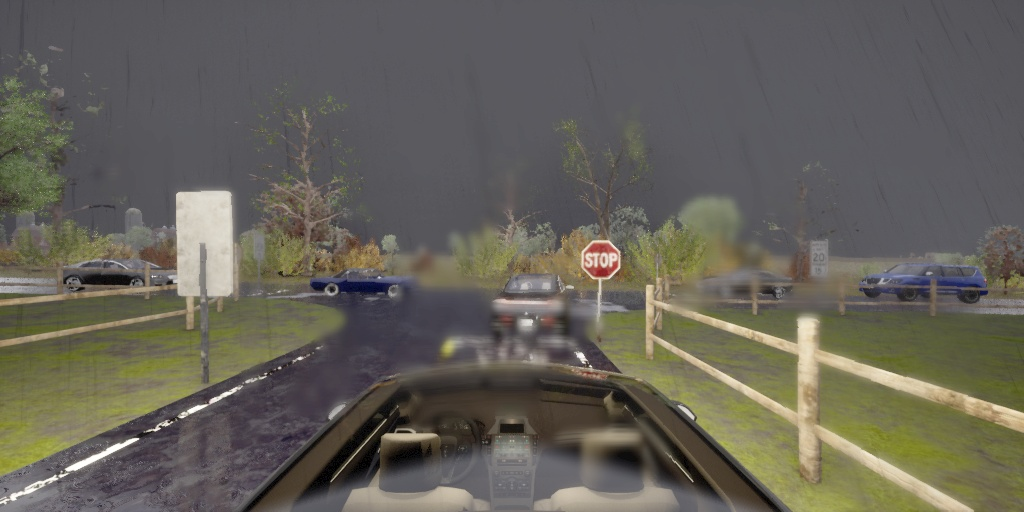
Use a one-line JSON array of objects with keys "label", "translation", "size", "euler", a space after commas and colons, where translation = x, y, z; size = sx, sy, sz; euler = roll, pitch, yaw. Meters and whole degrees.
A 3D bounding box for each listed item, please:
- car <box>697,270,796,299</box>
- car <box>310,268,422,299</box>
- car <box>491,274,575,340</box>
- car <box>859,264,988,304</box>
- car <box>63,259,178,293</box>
[{"label": "car", "translation": [13.003, 1.525, 20.065], "size": [4.902, 1.511, 2.128], "euler": [1, 1, 0]}, {"label": "car", "translation": [-6.822, 1.248, 17.138], "size": [4.718, 1.301, 1.895], "euler": [1, 1, 0]}, {"label": "car", "translation": [0.706, 1.240, 10.107], "size": [2.128, 1.511, 4.902], "euler": [0, 0, 9]}, {"label": "car", "translation": [22.899, 1.466, 20.054], "size": [5.566, 2.045, 2.150], "euler": [1, 1, 0]}, {"label": "car", "translation": [-18.490, 0.885, 17.154], "size": [4.902, 1.511, 2.128], "euler": [1, 1, 0]}]
